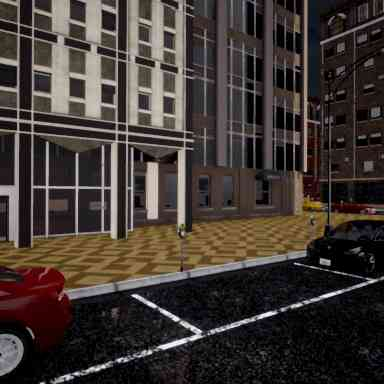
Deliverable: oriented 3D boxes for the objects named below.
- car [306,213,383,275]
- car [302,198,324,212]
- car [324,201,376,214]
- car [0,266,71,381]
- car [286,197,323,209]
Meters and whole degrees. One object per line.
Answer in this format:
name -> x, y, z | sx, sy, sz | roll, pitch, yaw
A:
car -> 5.455, 1.567, 10.473 | 4.313, 1.339, 1.947 | 0, 0, -36
car -> 12.283, 1.467, 36.611 | 1.752, 1.417, 4.829 | 0, 0, -36
car -> 15.492, 1.535, 32.154 | 1.802, 1.307, 4.206 | 0, 0, -36
car -> -3.793, 1.545, 3.847 | 4.507, 1.381, 1.887 | 0, 0, -36
car -> 15.574, 1.500, 46.381 | 1.752, 1.417, 4.829 | 0, 0, -36
